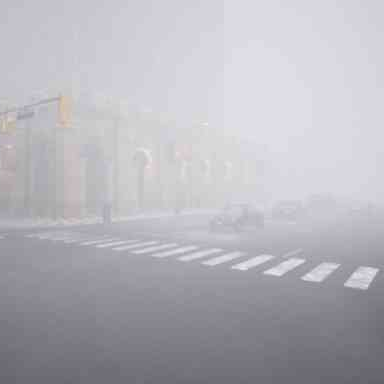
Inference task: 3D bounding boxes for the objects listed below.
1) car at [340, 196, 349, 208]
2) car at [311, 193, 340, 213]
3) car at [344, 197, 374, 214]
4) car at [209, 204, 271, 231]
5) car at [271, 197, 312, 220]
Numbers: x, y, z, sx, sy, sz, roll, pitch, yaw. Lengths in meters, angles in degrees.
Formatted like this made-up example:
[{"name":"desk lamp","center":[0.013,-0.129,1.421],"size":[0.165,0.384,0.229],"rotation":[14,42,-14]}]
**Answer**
[{"name":"car","center":[19.993,1.280,44.395],"size":[2.097,1.767,4.553],"rotation":[1,0,35]},{"name":"car","center":[13.930,1.151,35.823],"size":[2.150,2.045,5.566],"rotation":[1,0,35]},{"name":"car","center":[17.338,1.483,34.234],"size":[1.812,1.442,4.674],"rotation":[1,0,35]},{"name":"car","center":[2.840,1.454,20.172],"size":[1.812,1.442,4.674],"rotation":[1,0,36]},{"name":"car","center":[8.121,1.433,27.639],"size":[1.837,1.490,4.892],"rotation":[1,0,35]}]
